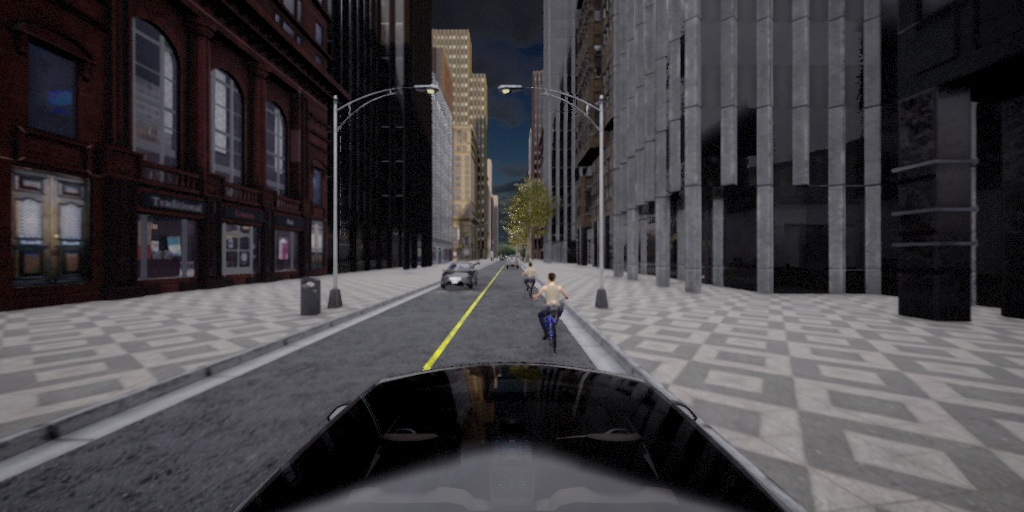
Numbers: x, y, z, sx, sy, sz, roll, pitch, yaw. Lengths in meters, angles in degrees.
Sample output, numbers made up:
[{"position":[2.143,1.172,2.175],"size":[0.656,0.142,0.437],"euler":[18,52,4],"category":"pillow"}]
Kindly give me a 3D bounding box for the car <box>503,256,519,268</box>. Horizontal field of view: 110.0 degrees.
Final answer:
[{"position":[0.091,1.127,54.920],"size":[2.033,1.411,5.357],"euler":[0,0,0],"category":"car"}]

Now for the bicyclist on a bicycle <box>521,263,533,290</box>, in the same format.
[{"position":[0.848,1.115,16.628],"size":[0.866,1.612,1.509],"euler":[0,0,0],"category":"bicyclist on a bicycle"}]

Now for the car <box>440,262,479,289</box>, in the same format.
[{"position":[-3.101,1.151,21.953],"size":[2.128,1.511,4.902],"euler":[0,0,0],"category":"car"}]

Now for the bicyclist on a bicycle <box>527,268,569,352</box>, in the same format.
[{"position":[0.852,1.154,7.827],"size":[0.866,1.612,1.509],"euler":[0,0,0],"category":"bicyclist on a bicycle"}]
